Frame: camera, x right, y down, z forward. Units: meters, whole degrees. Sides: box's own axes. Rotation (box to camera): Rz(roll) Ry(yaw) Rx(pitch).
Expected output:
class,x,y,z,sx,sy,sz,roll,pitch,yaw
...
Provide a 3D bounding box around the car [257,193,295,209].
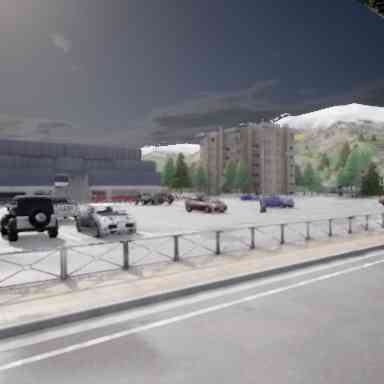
class,x,y,z,sx,sy,sz,roll,pitch,yaw
car,9.312,1.005,35.849,1.845,1.501,3.633,-1,0,-36

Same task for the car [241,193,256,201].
class,x,y,z,sx,sy,sz,roll,pitch,yaw
car,10.595,0.914,59.546,1.845,1.501,3.633,-1,0,-36

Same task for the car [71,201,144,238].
class,x,y,z,sx,sy,sz,roll,pitch,yaw
car,-4.270,1.331,16.423,1.970,1.475,3.806,-1,0,-36

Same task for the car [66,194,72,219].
class,x,y,z,sx,sy,sz,roll,pitch,yaw
car,-9.290,1.096,23.257,1.932,1.855,4.605,-1,0,-36

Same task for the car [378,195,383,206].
class,x,y,z,sx,sy,sz,roll,pitch,yaw
car,23.405,0.826,36.608,2.152,1.636,5.027,-1,0,-36

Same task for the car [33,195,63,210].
class,x,y,z,sx,sy,sz,roll,pitch,yaw
car,-16.973,1.168,39.163,2.152,1.636,5.027,-1,0,-36

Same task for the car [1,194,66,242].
class,x,y,z,sx,sy,sz,roll,pitch,yaw
car,-7.321,1.095,14.960,1.905,1.878,3.866,-1,0,-36

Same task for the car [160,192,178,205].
class,x,y,z,sx,sy,sz,roll,pitch,yaw
car,-4.519,0.896,48.729,1.932,1.855,4.605,-1,0,-36

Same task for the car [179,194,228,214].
class,x,y,z,sx,sy,sz,roll,pitch,yaw
car,1.205,1.122,30.007,2.007,1.523,4.514,-1,0,-36

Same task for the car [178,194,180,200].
class,x,y,z,sx,sy,sz,roll,pitch,yaw
car,-2.637,1.171,67.094,4.902,1.511,2.128,-1,0,-36

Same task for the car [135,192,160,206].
class,x,y,z,sx,sy,sz,roll,pitch,yaw
car,-6.626,0.914,46.686,1.905,1.878,3.866,-1,0,-36
